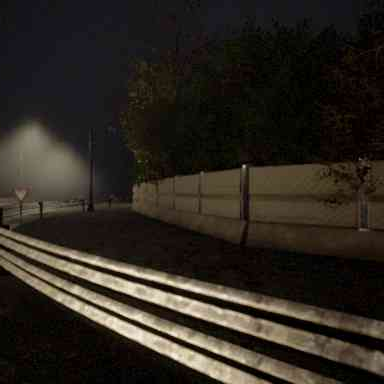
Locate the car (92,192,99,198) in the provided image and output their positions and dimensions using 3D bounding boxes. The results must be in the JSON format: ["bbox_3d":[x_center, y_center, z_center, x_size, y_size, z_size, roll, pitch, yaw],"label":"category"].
[{"bbox_3d":[-25.693,1.042,87.523,2.150,2.045,5.566,0,0,-19],"label":"car"}]

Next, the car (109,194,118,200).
[{"bbox_3d":[-20.737,1.343,87.413,1.812,1.442,4.674,0,0,-4],"label":"car"}]

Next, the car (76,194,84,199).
[{"bbox_3d":[-29.041,1.293,86.507,1.882,1.535,5.008,0,0,-19],"label":"car"}]
